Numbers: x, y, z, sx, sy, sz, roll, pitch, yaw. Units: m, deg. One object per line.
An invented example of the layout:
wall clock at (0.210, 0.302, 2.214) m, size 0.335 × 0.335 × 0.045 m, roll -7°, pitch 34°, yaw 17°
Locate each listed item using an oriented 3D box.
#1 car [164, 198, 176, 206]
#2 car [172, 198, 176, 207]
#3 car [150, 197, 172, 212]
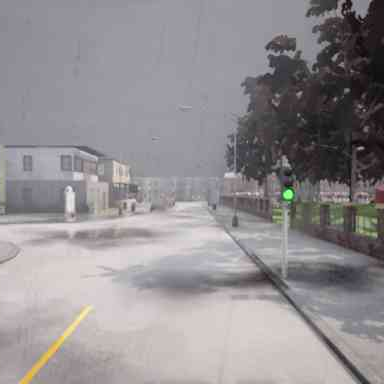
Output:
car at (-4.032, 1.831, 62.051) m, size 1.812 × 1.442 × 4.674 m, roll 0°, pitch 0°, yaw 1°
car at (-4.066, 1.607, 51.836) m, size 2.097 × 1.767 × 4.553 m, roll 0°, pitch 0°, yaw 0°
car at (-4.078, 1.753, 41.733) m, size 2.033 × 1.411 × 5.357 m, roll 0°, pitch 0°, yaw 0°
